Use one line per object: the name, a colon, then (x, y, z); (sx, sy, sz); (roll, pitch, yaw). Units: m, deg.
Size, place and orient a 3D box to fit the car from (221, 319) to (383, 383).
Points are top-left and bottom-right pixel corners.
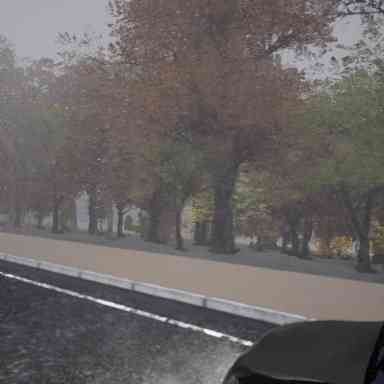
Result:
car: (2.184, 1.561, 2.127); (4.181, 1.385, 1.994); (0, 0, 35)
